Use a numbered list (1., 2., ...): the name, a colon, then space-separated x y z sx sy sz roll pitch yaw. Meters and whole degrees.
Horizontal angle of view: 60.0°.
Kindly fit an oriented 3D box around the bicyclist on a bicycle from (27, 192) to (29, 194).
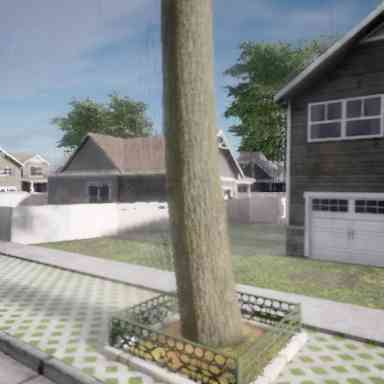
1. bicyclist on a bicycle: -16.775 0.830 34.208 1.656 1.620 0.582 1 1 34
